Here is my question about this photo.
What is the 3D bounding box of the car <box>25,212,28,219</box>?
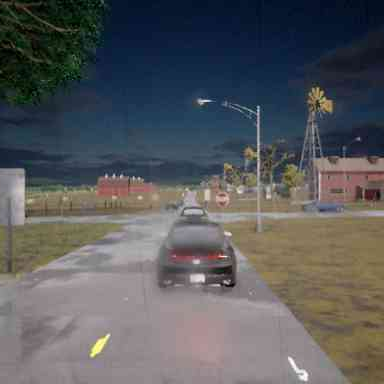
[{"bbox_3d":[-17.933,2.129,31.564,4.181,1.385,1.994,-1,1,0],"label":"car"}]

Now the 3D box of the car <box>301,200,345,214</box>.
[{"bbox_3d":[13.510,1.494,34.349,4.181,1.385,1.994,-1,1,-2],"label":"car"}]

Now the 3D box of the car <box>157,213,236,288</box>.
[{"bbox_3d":[0.103,1.561,9.352,1.837,1.490,4.892,0,0,0],"label":"car"}]

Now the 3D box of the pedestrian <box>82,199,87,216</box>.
[{"bbox_3d":[-12.145,1.715,37.506,0.375,1.860,0.375,0,2,0],"label":"pedestrian"}]

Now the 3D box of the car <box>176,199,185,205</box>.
[{"bbox_3d":[-2.731,2.433,79.257,1.994,1.385,4.181,0,-1,0],"label":"car"}]

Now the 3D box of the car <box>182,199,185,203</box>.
[{"bbox_3d":[-2.777,2.188,64.674,1.994,1.385,4.181,0,-1,0],"label":"car"}]

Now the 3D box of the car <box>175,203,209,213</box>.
[{"bbox_3d":[0.101,1.668,21.315,1.812,1.442,4.674,0,0,0],"label":"car"}]

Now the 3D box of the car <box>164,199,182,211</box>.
[{"bbox_3d":[-2.864,1.984,47.142,1.895,1.301,4.718,0,-1,1],"label":"car"}]
